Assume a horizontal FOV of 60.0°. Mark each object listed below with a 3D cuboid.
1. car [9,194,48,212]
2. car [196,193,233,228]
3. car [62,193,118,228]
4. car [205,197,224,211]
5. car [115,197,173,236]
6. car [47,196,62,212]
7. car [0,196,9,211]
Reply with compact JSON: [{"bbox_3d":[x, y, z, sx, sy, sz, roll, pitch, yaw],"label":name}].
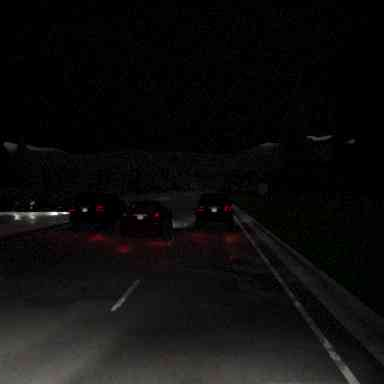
[{"bbox_3d":[-16.332,1.057,34.605,2.097,1.767,4.553,0,1,4],"label":"car"},{"bbox_3d":[1.410,1.075,20.981,2.150,2.045,5.566,0,0,4],"label":"car"},{"bbox_3d":[-5.624,1.057,20.696,2.150,2.045,5.566,0,0,4],"label":"car"},{"bbox_3d":[2.574,1.300,38.030,1.994,1.385,4.181,0,0,4],"label":"car"},{"bbox_3d":[-2.302,1.217,17.844,2.097,1.767,4.553,0,0,4],"label":"car"},{"bbox_3d":[-12.825,1.281,34.544,1.994,1.385,4.181,0,0,5],"label":"car"},{"bbox_3d":[-19.789,1.184,35.261,2.128,1.511,4.902,0,0,4],"label":"car"}]
